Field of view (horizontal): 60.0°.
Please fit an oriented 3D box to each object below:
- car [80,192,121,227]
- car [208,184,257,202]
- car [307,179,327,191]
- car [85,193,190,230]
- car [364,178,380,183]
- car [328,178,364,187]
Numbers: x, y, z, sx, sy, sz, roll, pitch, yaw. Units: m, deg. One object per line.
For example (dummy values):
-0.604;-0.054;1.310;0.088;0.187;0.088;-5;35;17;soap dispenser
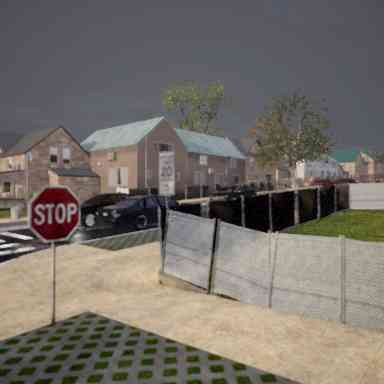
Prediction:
-4.374;0.788;17.164;1.882;1.535;5.008;0;3;40;car
3.242;0.193;25.945;1.837;1.490;4.892;0;3;41;car
15.446;-0.784;39.862;1.812;1.442;4.674;0;3;42;car
-1.944;0.840;15.669;2.033;1.411;5.357;0;3;41;car
24.579;-1.282;46.068;1.895;1.301;4.718;0;3;41;car
17.691;-0.833;38.110;1.882;1.535;5.008;0;3;42;car
